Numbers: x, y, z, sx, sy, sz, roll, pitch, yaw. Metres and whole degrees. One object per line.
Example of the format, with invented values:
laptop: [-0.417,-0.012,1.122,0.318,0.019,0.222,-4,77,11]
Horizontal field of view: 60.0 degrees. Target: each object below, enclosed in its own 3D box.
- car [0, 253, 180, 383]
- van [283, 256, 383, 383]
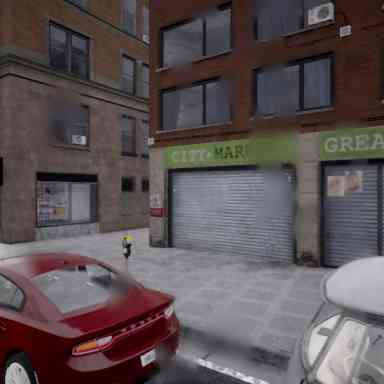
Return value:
car: [-2.253,1.546,4.677,4.507,1.381,1.887,0,0,35]
van: [2.359,1.341,1.396,3.998,1.788,1.690,0,0,35]
